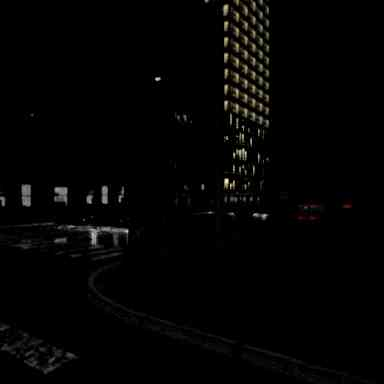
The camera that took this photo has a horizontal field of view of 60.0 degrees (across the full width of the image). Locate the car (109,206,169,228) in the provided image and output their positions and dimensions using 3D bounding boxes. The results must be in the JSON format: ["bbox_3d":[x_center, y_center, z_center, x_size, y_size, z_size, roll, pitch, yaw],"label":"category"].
[{"bbox_3d":[-3.769,1.853,25.830,1.837,1.490,4.892,0,-1,33],"label":"car"}]

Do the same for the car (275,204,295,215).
[{"bbox_3d":[13.603,2.398,46.555,1.994,1.385,4.181,0,-1,33],"label":"car"}]

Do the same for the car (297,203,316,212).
[{"bbox_3d":[18.903,2.534,54.892,1.812,1.442,4.674,0,-1,33],"label":"car"}]

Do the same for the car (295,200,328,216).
[{"bbox_3d":[15.901,2.050,44.153,2.150,2.045,5.566,0,-1,35],"label":"car"}]

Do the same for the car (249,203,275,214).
[{"bbox_3d":[10.636,2.369,48.137,2.033,1.411,5.357,0,-1,33],"label":"car"}]

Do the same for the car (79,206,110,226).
[{"bbox_3d":[-6.877,1.854,27.006,1.812,1.442,4.674,0,-1,33],"label":"car"}]

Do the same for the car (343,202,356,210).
[{"bbox_3d":[31.203,2.773,65.907,1.882,1.535,5.008,0,-1,33],"label":"car"}]

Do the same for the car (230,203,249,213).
[{"bbox_3d":[7.605,2.351,49.439,2.033,1.411,5.357,0,-1,33],"label":"car"}]

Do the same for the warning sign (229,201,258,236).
[{"bbox_3d":[2.903,1.444,18.700,1.300,1.860,1.060,1,1,33],"label":"warning sign"}]

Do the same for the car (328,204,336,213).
[{"bbox_3d":[21.637,2.580,53.134,1.994,1.385,4.181,0,-1,33],"label":"car"}]
